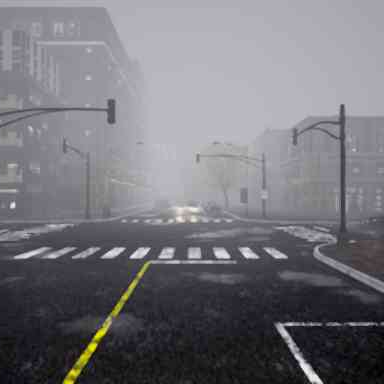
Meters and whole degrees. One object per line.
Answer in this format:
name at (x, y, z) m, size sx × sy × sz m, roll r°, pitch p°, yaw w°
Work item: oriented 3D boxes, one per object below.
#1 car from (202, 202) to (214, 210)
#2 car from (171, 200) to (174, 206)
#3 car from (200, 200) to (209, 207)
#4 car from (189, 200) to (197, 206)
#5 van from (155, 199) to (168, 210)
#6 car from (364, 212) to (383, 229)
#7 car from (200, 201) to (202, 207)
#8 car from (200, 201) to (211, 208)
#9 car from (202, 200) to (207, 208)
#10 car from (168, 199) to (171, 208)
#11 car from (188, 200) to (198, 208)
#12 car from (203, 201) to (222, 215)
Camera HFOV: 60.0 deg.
car at (2.797, 2.404, 58.473) m, size 1.802 × 1.307 × 4.206 m, roll 0°, pitch -1°, yaw 0°
car at (-5.563, 2.308, 69.886) m, size 2.192 × 1.841 × 5.009 m, roll 0°, pitch -1°, yaw 0°
car at (2.828, 2.523, 75.563) m, size 1.967 × 1.590 × 4.097 m, roll 0°, pitch -1°, yaw 0°
car at (0.146, 2.566, 78.577) m, size 1.812 × 1.442 × 4.674 m, roll 0°, pitch -1°, yaw 0°
van at (-5.584, 2.162, 58.494) m, size 1.690 × 1.788 × 3.998 m, roll 0°, pitch -1°, yaw 0°
car at (14.859, 1.891, 23.682) m, size 4.892 × 1.490 × 1.837 m, roll 0°, pitch -1°, yaw -2°
car at (2.786, 2.178, 52.778) m, size 1.967 × 1.590 × 4.097 m, roll 0°, pitch -1°, yaw 0°
car at (2.818, 2.545, 69.866) m, size 2.008 × 1.369 × 4.403 m, roll 0°, pitch -1°, yaw 0°
car at (2.776, 2.094, 47.083) m, size 1.967 × 1.590 × 4.097 m, roll 0°, pitch -1°, yaw 0°
car at (-5.573, 2.488, 64.186) m, size 1.802 × 1.307 × 4.206 m, roll 0°, pitch -1°, yaw 0°
car at (0.126, 2.444, 68.160) m, size 1.882 × 1.535 × 5.008 m, roll 0°, pitch -1°, yaw 0°
car at (2.765, 2.121, 41.385) m, size 2.008 × 1.369 × 4.403 m, roll 0°, pitch -1°, yaw 0°
